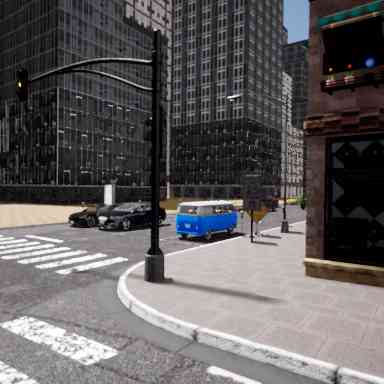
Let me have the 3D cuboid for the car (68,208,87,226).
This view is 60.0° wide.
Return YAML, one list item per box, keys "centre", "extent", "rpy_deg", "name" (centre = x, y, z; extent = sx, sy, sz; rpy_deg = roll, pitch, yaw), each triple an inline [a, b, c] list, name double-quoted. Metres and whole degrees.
- centre: [-5.963, 1.464, 21.856]
  extent: [1.947, 1.339, 4.313]
  rpy_deg: [1, 1, 35]
  name: "car"

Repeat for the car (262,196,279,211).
- centre: [7.787, 1.427, 36.708]
  extent: [1.812, 1.442, 4.674]
  rpy_deg: [1, 1, 36]
  name: "car"

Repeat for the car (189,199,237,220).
- centre: [1.893, 1.423, 28.428]
  extent: [1.837, 1.490, 4.892]
  rpy_deg: [1, 1, 36]
  name: "car"

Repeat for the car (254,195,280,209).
- centre: [10.072, 1.290, 44.396]
  extent: [1.967, 1.590, 4.097]
  rpy_deg: [1, 1, 35]
  name: "car"

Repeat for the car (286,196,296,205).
- centre: [16.387, 1.360, 53.275]
  extent: [1.752, 1.417, 4.829]
  rpy_deg: [1, 1, 35]
  name: "car"

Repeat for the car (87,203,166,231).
- centre: [-3.627, 1.428, 20.672]
  extent: [2.128, 1.511, 4.902]
  rpy_deg: [1, 1, 35]
  name: "car"

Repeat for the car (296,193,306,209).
- centre: [15.452, 1.157, 42.070]
  extent: [2.150, 2.045, 5.566]
  rpy_deg: [1, 1, 36]
  name: "car"

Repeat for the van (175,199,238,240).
- centre: [0.868, 1.366, 16.995]
  extent: [1.690, 1.788, 3.998]
  rpy_deg: [1, 1, 35]
  name: "van"

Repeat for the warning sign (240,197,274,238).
- centre: [3.150, 1.176, 16.101]
  extent: [1.300, 1.860, 1.060]
  rpy_deg: [1, 1, 35]
  name: "warning sign"
